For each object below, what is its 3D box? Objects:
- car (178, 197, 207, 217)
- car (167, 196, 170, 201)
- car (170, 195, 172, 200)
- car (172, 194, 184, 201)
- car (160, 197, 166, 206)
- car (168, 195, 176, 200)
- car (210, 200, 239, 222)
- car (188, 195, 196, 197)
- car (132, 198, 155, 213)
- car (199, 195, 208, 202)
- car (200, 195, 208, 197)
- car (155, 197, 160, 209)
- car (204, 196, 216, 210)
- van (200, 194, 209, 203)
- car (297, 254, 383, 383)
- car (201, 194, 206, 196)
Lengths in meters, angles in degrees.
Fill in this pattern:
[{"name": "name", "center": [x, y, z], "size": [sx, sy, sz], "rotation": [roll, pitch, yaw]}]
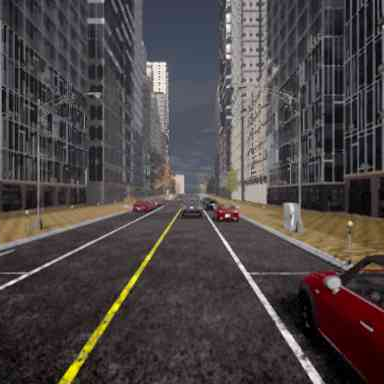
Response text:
[{"name": "car", "center": [-0.004, 1.394, 30.095], "size": [2.033, 1.411, 5.357], "rotation": [0, 0, 0]}, {"name": "car", "center": [-5.696, 1.636, 60.875], "size": [1.947, 1.339, 4.313], "rotation": [0, 0, 0]}, {"name": "car", "center": [-5.699, 1.596, 89.168], "size": [1.752, 1.417, 4.829], "rotation": [0, 0, 0]}, {"name": "car", "center": [-3.010, 1.353, 78.079], "size": [1.837, 1.490, 4.892], "rotation": [0, 0, 0]}, {"name": "car", "center": [-5.695, 1.612, 55.183], "size": [1.887, 1.381, 4.507], "rotation": [0, 0, 0]}, {"name": "car", "center": [-5.700, 1.620, 95.032], "size": [2.008, 1.369, 4.403], "rotation": [0, 0, 0]}, {"name": "car", "center": [2.688, 1.589, 26.714], "size": [1.887, 1.381, 4.507], "rotation": [0, 0, 0]}, {"name": "car", "center": [-0.008, 1.296, 61.083], "size": [2.033, 1.649, 4.856], "rotation": [0, 0, 0]}, {"name": "car", "center": [-5.694, 1.600, 38.104], "size": [1.887, 1.381, 4.507], "rotation": [0, 0, 0]}, {"name": "car", "center": [2.683, 1.513, 77.945], "size": [1.967, 1.590, 4.097], "rotation": [0, 0, 0]}, {"name": "car", "center": [2.685, 1.633, 55.175], "size": [1.947, 1.339, 4.313], "rotation": [0, 0, 0]}, {"name": "car", "center": [-5.694, 1.641, 43.798], "size": [1.802, 1.307, 4.206], "rotation": [0, 0, 0]}, {"name": "car", "center": [2.686, 1.626, 43.791], "size": [1.947, 1.339, 4.313], "rotation": [0, 0, 0]}, {"name": "van", "center": [2.684, 1.414, 72.254], "size": [1.690, 1.788, 3.998], "rotation": [0, 0, 0]}, {"name": "car", "center": [2.690, 1.448, 3.944], "size": [1.967, 1.590, 4.097], "rotation": [0, 0, 0]}, {"name": "car", "center": [2.684, 1.638, 66.560], "size": [1.947, 1.339, 4.313], "rotation": [0, 0, 0]}]
